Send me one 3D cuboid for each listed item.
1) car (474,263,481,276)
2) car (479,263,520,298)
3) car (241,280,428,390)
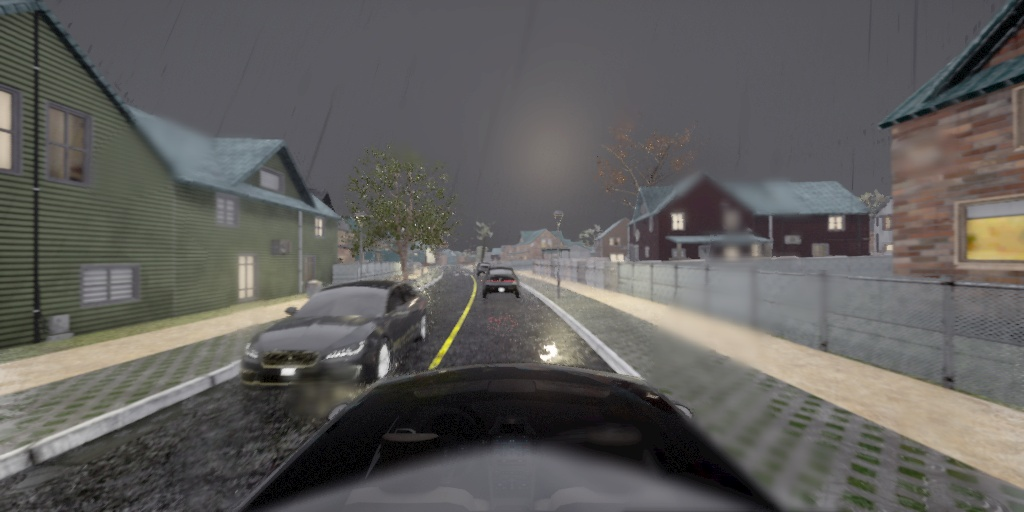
[{"bbox_3d":[-3.253,1.538,41.506,1.837,1.490,4.892,0,-1,-9],"label":"car"},{"bbox_3d":[-0.633,1.313,19.017,1.837,1.490,4.892,0,0,-4],"label":"car"},{"bbox_3d":[-2.945,1.267,7.067,1.837,1.490,4.892,0,-1,-1],"label":"car"}]
